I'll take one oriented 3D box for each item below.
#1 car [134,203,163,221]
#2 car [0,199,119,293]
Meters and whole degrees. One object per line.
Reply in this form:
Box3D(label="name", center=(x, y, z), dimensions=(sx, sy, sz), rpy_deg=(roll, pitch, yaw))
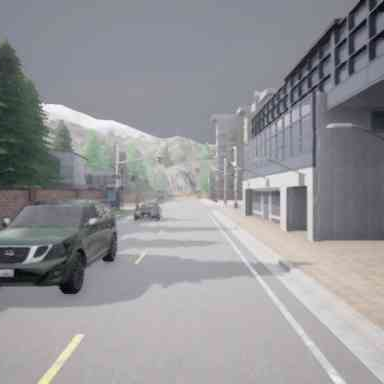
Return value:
Box3D(label="car", center=(-3.509, 1.600, 27.299), dimensions=(1.994, 1.385, 4.181), rpy_deg=(0, 0, 0))
Box3D(label="car", center=(-3.590, 1.229, 9.242), dimensions=(2.150, 2.045, 5.566), rpy_deg=(0, 0, 1))
